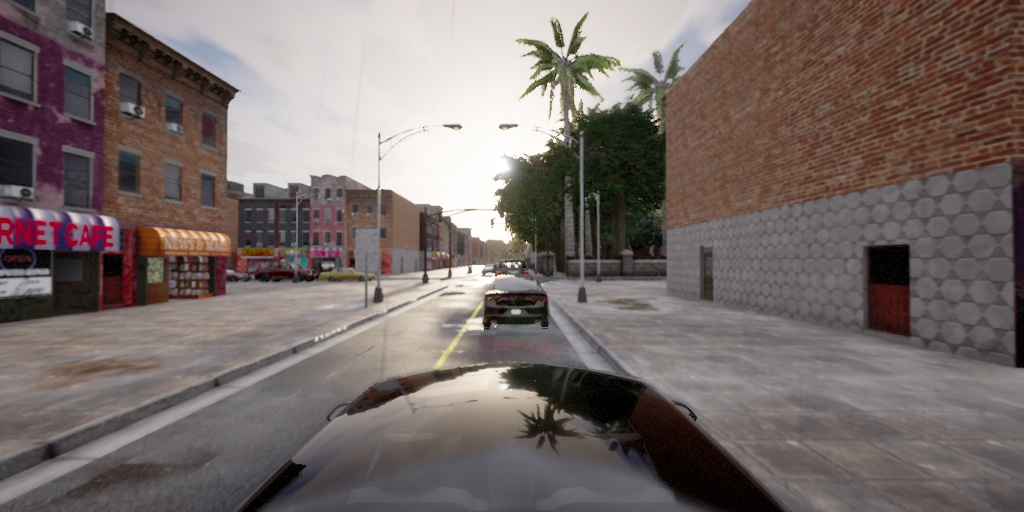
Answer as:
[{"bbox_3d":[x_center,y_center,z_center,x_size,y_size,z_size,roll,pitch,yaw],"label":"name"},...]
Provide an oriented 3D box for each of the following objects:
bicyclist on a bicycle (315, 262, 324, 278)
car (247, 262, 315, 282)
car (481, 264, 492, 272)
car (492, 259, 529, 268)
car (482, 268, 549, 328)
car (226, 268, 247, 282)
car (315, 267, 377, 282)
[{"bbox_3d":[-20.106,1.495,37.484,0.582,1.620,1.656,0,0,0],"label":"bicyclist on a bicycle"},{"bbox_3d":[-20.030,1.439,31.829,5.009,1.841,2.192,0,0,0],"label":"car"},{"bbox_3d":[-2.811,1.781,46.692,1.812,1.442,4.674,0,-1,0],"label":"car"},{"bbox_3d":[-0.042,1.213,23.699,2.150,2.045,5.566,0,0,-2],"label":"car"},{"bbox_3d":[0.109,1.336,11.839,1.882,1.535,5.008,0,-1,0],"label":"car"},{"bbox_3d":[-25.482,1.721,31.828,4.207,1.307,1.802,0,0,0],"label":"car"},{"bbox_3d":[-14.408,1.636,31.830,4.829,1.417,1.751,0,0,0],"label":"car"}]
